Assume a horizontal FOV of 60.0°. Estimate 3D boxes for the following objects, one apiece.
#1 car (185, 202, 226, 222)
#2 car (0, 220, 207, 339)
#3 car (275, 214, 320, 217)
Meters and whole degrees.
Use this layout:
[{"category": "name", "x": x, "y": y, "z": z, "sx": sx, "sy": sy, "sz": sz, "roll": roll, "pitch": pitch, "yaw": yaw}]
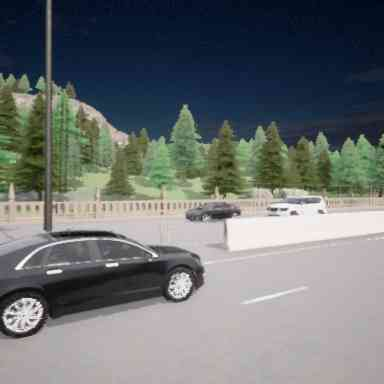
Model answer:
[{"category": "car", "x": 1.766, "y": 1.574, "z": 26.391, "sx": 4.892, "sy": 1.490, "sz": 1.837, "roll": 0, "pitch": 0, "yaw": -34}, {"category": "car", "x": -1.964, "y": 1.518, "z": 6.634, "sx": 4.892, "sy": 1.490, "sz": 1.837, "roll": 0, "pitch": 0, "yaw": -35}, {"category": "car", "x": 8.424, "y": 1.307, "z": 26.615, "sx": 5.566, "sy": 2.045, "sz": 2.150, "roll": 0, "pitch": 0, "yaw": -34}]
